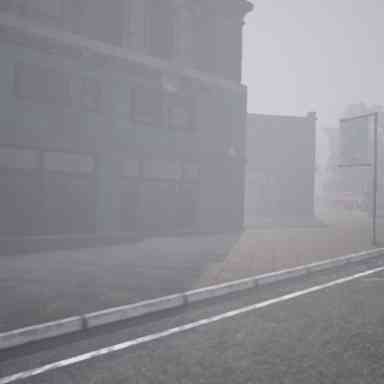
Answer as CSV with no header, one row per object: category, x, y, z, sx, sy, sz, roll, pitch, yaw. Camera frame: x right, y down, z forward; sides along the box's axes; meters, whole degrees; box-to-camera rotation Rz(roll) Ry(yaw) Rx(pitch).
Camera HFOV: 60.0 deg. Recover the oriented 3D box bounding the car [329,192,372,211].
car,17.349,1.002,36.782,2.150,2.045,5.566,2,0,-7
